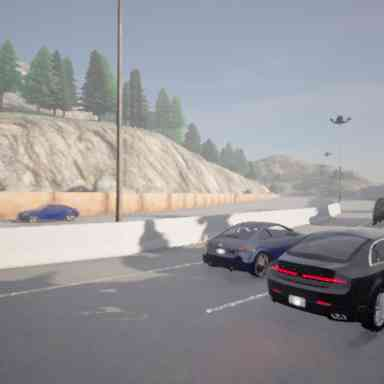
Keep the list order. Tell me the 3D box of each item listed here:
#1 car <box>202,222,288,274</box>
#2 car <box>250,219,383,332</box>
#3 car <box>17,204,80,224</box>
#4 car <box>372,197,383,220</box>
[{"bbox_3d":[2.309,1.639,10.585,4.181,1.385,1.994,0,0,-41],"label":"car"},{"bbox_3d":[3.576,1.561,7.052,4.892,1.490,1.837,0,0,-40],"label":"car"},{"bbox_3d":[-11.374,1.669,26.642,4.674,1.442,1.812,0,0,-43],"label":"car"},{"bbox_3d":[15.267,1.429,25.518,2.150,2.045,5.566,0,0,34],"label":"car"}]
